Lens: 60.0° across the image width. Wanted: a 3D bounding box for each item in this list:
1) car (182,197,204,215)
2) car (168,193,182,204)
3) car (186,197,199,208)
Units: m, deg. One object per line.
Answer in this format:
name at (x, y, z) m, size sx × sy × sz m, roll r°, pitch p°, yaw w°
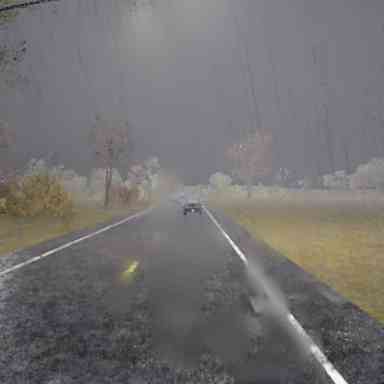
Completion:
car at (0.098, 1.480, 33.294) m, size 1.837 × 1.490 × 4.892 m, roll 0°, pitch 0°, yaw 0°
car at (-3.524, 1.443, 63.714) m, size 1.837 × 1.490 × 4.892 m, roll 0°, pitch 0°, yaw 1°
car at (0.099, 1.464, 47.945) m, size 1.837 × 1.490 × 4.892 m, roll 0°, pitch 0°, yaw 0°
